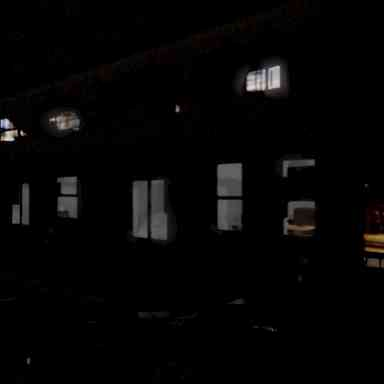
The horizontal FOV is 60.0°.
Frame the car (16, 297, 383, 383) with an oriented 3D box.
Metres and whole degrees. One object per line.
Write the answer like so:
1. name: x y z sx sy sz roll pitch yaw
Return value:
1. car: 0.285 1.582 2.671 4.206 1.307 1.802 0 0 35
